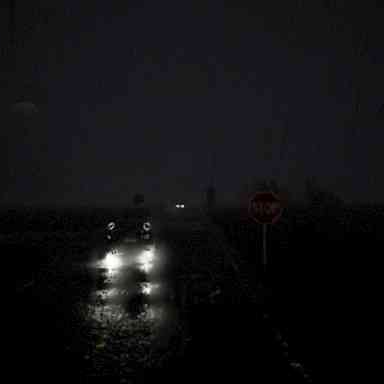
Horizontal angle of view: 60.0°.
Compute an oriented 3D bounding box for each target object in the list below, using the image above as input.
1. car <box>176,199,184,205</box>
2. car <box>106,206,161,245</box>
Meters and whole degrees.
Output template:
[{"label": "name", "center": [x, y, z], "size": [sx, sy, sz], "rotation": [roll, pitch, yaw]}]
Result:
[{"label": "car", "center": [-2.770, 2.398, 79.073], "size": [2.128, 1.511, 4.902], "rotation": [0, -1, 0]}, {"label": "car", "center": [-2.754, 1.512, 16.437], "size": [2.097, 1.767, 4.553], "rotation": [0, -1, 0]}]
